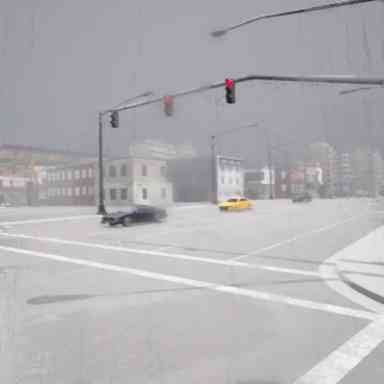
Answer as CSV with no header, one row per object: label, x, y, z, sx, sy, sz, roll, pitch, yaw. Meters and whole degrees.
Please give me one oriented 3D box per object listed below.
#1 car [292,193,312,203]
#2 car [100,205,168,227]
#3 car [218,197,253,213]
car,17.053,0.922,51.534,1.837,1.490,4.892,-1,0,38
car,-4.047,1.661,24.277,2.033,1.411,5.357,-1,0,37
car,4.684,1.316,35.614,1.882,1.535,5.008,-1,1,37
